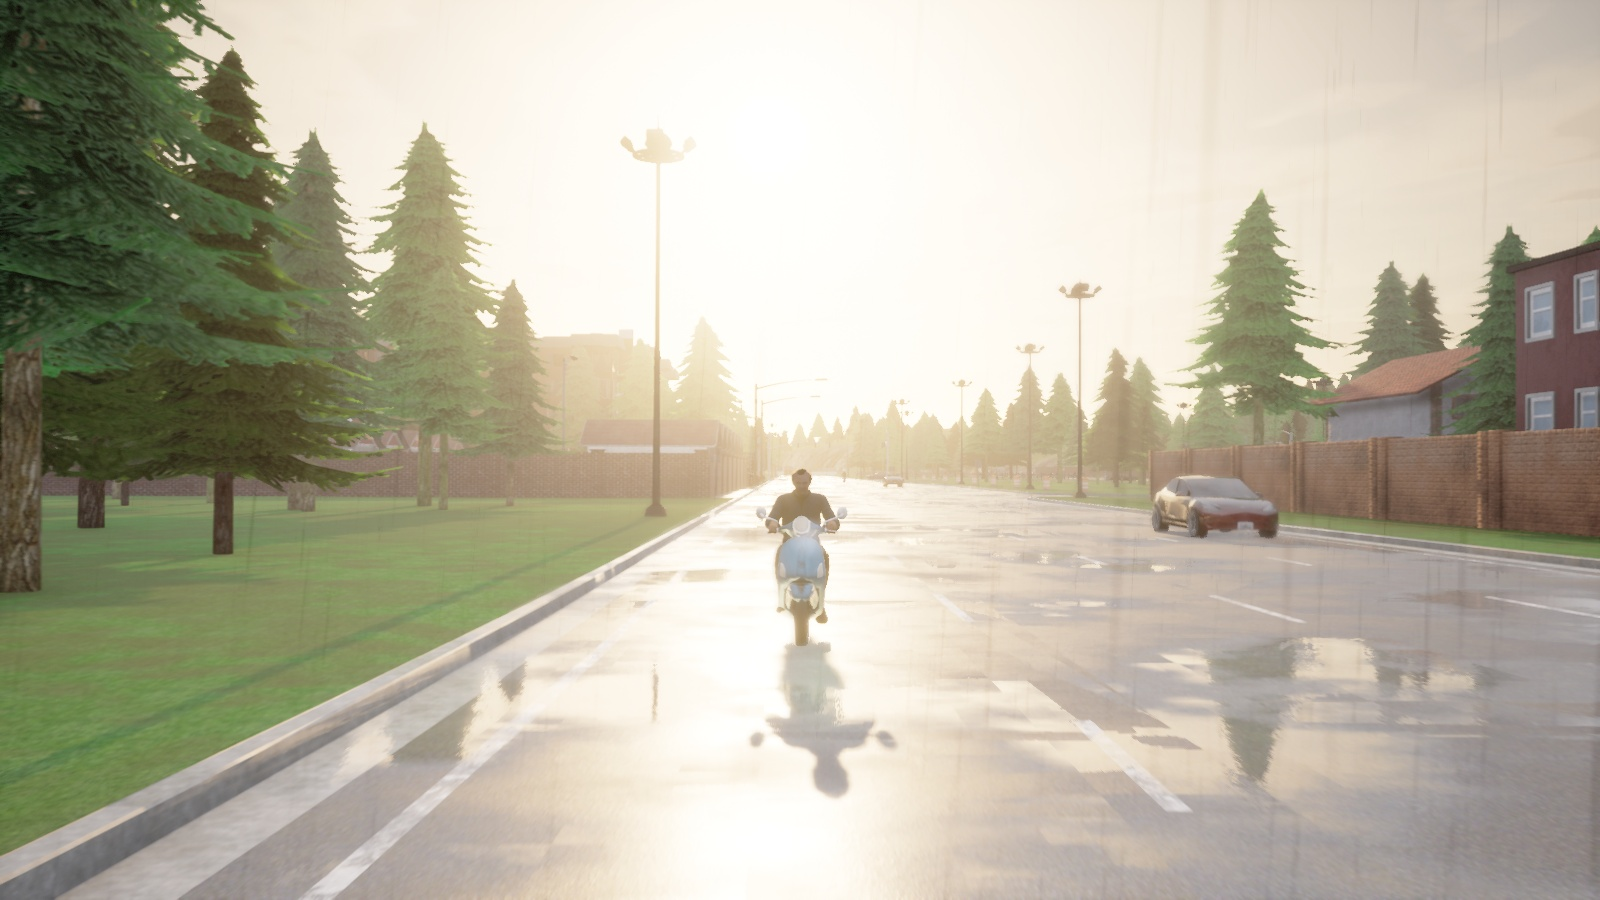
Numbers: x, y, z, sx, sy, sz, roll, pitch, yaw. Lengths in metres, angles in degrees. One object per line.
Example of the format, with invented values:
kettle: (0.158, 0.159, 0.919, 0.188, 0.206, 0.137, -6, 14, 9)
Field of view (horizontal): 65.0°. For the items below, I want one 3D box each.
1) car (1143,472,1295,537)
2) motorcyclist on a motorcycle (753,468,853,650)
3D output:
car: (10.361, 1.306, 31.471, 2.163, 1.488, 4.792, 0, -1, -1)
motorcyclist on a motorcycle: (0.024, 0.970, 11.924, 0.866, 1.590, 1.817, 0, -1, 0)
